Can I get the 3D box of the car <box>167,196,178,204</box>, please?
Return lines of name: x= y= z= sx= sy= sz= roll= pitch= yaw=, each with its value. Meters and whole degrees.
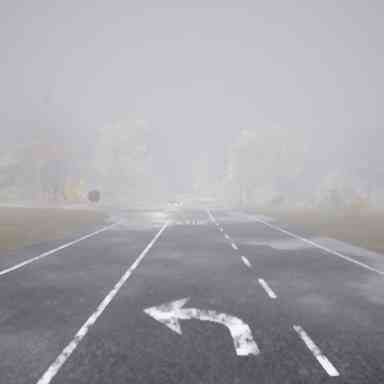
car: x=-3.614 y=1.512 z=62.929 sx=2.033 sy=1.411 sz=5.357 roll=0 pitch=0 yaw=0
